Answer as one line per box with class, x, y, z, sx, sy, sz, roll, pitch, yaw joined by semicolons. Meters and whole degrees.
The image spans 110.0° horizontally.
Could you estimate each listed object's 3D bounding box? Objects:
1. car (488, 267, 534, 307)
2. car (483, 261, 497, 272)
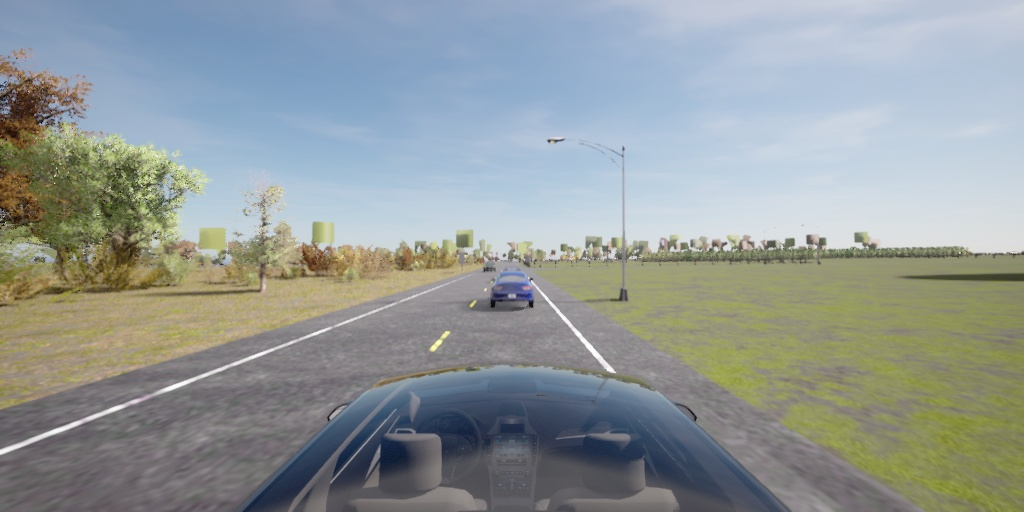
car;0.013;1.413;16.233;1.812;1.442;4.674;0;0;0
car;-3.472;1.620;57.315;2.097;1.767;4.553;0;0;0
